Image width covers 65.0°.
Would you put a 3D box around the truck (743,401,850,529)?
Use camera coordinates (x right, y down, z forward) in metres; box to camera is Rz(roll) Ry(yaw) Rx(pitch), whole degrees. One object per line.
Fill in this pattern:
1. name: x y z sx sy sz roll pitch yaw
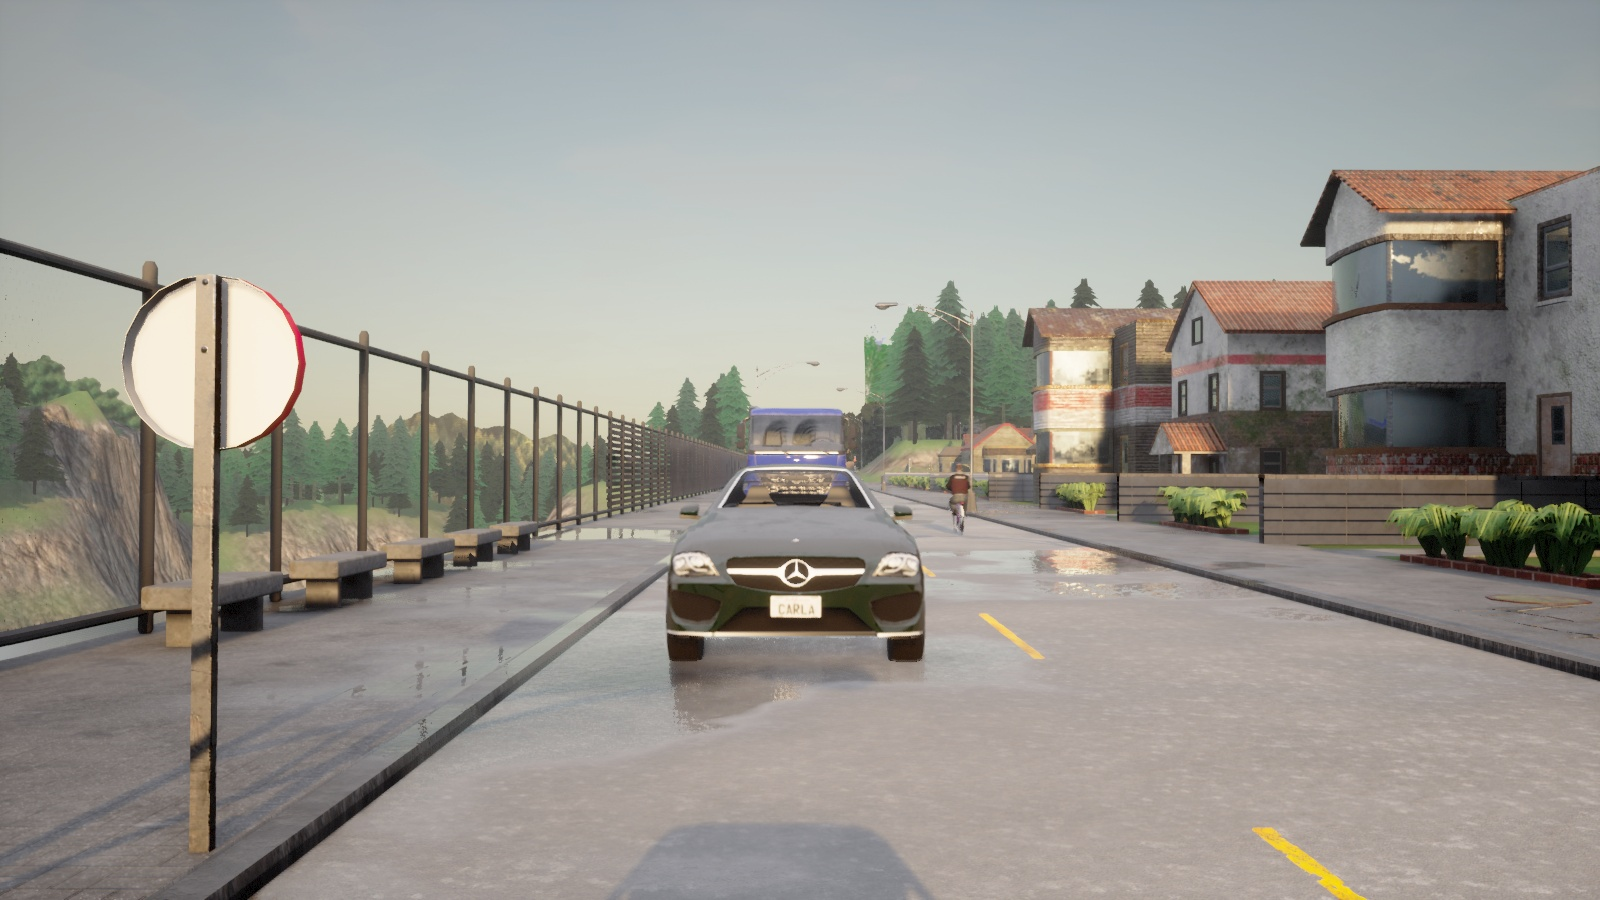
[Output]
1. truck: -0.099 0.473 38.176 2.891 3.462 7.936 0 -1 0

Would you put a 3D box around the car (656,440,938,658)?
1. car: -0.031 0.796 12.098 2.152 1.651 5.027 0 -1 0

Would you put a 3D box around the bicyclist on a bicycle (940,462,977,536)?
1. bicyclist on a bicycle: 3.922 1.192 31.206 0.659 1.776 1.843 0 -1 0
